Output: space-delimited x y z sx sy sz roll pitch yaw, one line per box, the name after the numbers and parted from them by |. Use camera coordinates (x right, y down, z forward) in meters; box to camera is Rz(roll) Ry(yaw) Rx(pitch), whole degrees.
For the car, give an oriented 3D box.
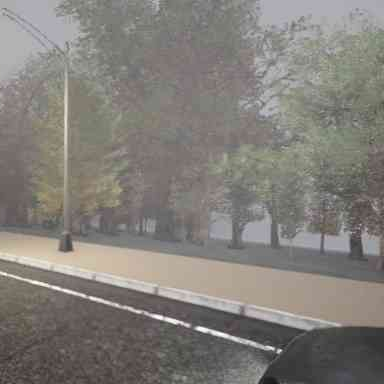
2.411 1.563 1.953 4.181 1.385 1.994 0 0 35 | car
